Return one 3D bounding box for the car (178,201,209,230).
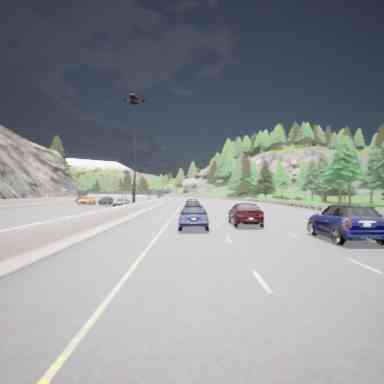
[{"bbox_3d":[0.094,1.547,20.969,2.033,1.411,5.357,0,0,0],"label":"car"}]

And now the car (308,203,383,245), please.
[{"bbox_3d":[7.095,1.352,15.583,2.097,1.767,4.553,0,0,0],"label":"car"}]

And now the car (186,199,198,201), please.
[{"bbox_3d":[0.087,1.563,42.496,1.994,1.385,4.181,0,0,0],"label":"car"}]

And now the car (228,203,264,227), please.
[{"bbox_3d":[3.593,1.477,22.679,1.882,1.535,5.008,0,0,0],"label":"car"}]
